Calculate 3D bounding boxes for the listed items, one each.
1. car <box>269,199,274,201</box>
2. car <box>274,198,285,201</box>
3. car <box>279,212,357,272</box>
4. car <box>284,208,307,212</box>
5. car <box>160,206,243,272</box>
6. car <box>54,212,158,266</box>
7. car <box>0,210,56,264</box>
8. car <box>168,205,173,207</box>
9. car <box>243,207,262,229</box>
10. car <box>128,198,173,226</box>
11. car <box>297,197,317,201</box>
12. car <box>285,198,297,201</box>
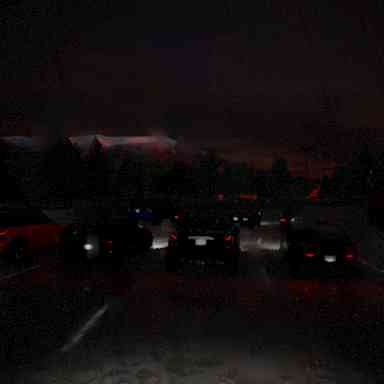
[{"bbox_3d":[21.093,2.186,82.410,4.553,1.767,2.097,0,-1,-30],"label":"car"},{"bbox_3d":[22.687,2.284,79.292,5.008,1.535,1.882,0,-1,-30],"label":"car"},{"bbox_3d":[4.091,1.644,11.231,1.812,1.442,4.674,0,0,9],"label":"car"},{"bbox_3d":[6.933,1.777,22.273,2.033,1.411,5.357,0,-1,20],"label":"car"},{"bbox_3d":[0.573,1.460,11.445,2.097,1.767,4.553,0,-1,9],"label":"car"},{"bbox_3d":[-2.849,1.671,12.169,1.994,1.385,4.181,0,0,9],"label":"car"},{"bbox_3d":[-6.352,1.449,12.471,2.097,1.767,4.553,0,-1,9],"label":"car"},{"bbox_3d":[0.355,1.780,24.667,2.033,1.411,5.357,0,-1,20],"label":"car"},{"bbox_3d":[3.644,1.778,23.470,2.033,1.411,5.357,0,-1,20],"label":"car"},{"bbox_3d":[-2.916,1.451,25.911,2.150,2.045,5.566,0,0,20],"label":"car"},{"bbox_3d":[25.928,2.282,73.087,4.674,1.442,1.812,0,-1,-30],"label":"car"},{"bbox_3d":[24.334,2.137,76.206,4.553,1.767,2.097,0,-1,-30],"label":"car"}]
